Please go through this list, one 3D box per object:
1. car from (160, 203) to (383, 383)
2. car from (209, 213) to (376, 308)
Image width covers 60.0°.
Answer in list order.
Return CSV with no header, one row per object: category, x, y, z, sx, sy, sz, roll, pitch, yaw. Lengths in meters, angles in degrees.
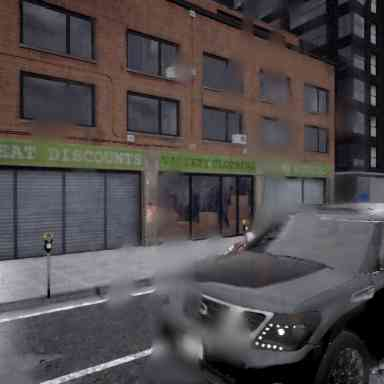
car,2.264,1.220,4.993,5.566,2.045,2.150,0,0,-36
car,2.644,1.440,8.421,4.097,1.590,1.967,0,0,-36
